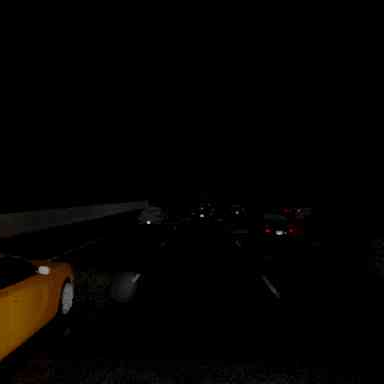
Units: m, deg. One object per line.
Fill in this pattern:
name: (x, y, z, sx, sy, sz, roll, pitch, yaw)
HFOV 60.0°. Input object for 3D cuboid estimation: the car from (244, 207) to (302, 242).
car: (4.075, 1.719, 17.533, 1.812, 1.442, 4.674, 0, -1, 2)

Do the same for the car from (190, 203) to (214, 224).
car: (0.860, 1.865, 27.874, 1.994, 1.385, 4.181, 0, -1, 2)

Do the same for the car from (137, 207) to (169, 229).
car: (-2.751, 1.781, 23.946, 1.812, 1.442, 4.674, 0, -1, 2)

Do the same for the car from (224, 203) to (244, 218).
car: (4.577, 1.911, 35.399, 1.812, 1.442, 4.674, 0, -1, 2)

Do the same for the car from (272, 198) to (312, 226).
car: (7.829, 1.516, 26.623, 2.150, 2.045, 5.566, 0, -1, 2)

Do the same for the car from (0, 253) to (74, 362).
car: (-3.227, 1.524, 4.491, 1.882, 1.535, 5.008, 0, -1, 1)

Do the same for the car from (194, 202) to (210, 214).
car: (1.278, 2.021, 42.326, 1.994, 1.385, 4.181, 0, -1, 2)
